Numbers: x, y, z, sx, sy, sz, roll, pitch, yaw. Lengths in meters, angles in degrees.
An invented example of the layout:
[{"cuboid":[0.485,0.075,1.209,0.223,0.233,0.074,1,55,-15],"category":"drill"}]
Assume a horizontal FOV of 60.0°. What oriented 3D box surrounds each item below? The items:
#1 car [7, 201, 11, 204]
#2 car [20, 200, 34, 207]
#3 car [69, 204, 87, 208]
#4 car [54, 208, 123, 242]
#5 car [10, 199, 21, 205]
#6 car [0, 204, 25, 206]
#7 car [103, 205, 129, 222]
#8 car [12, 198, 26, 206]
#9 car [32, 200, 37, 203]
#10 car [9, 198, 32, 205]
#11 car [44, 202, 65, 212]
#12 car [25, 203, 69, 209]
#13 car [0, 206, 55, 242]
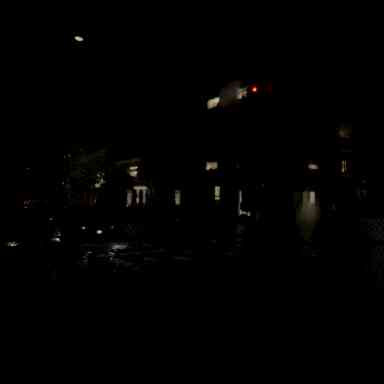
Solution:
[{"cuboid":[-18.960,1.815,31.864,1.947,1.339,4.313,1,-1,-35],"category":"car"},{"cuboid":[-33.621,2.413,67.683,1.802,1.307,4.206,1,-1,-35],"category":"car"},{"cuboid":[-13.558,2.074,39.198,2.008,1.369,4.403,1,-1,-35],"category":"car"},{"cuboid":[-5.496,1.723,17.360,1.994,1.385,4.181,2,-2,-35],"category":"car"},{"cuboid":[-43.228,2.509,81.427,1.752,1.417,4.829,1,-1,-35],"category":"car"},{"cuboid":[-13.804,1.753,24.486,1.802,1.307,4.206,1,-1,-35],"category":"car"},{"cuboid":[-7.353,1.870,30.337,1.967,1.590,4.097,1,-1,-35],"category":"car"},{"cuboid":[-39.958,2.246,76.757,2.192,1.841,5.009,1,-1,-35],"category":"car"},{"cuboid":[-30.450,2.221,63.150,1.967,1.590,4.097,1,-1,-35],"category":"car"},{"cuboid":[-20.526,1.738,38.926,2.097,1.767,4.553,2,-2,-35],"category":"car"},{"cuboid":[-20.039,2.146,48.376,1.752,1.417,4.829,1,-1,-35],"category":"car"},{"cuboid":[-11.282,1.809,25.639,1.994,1.385,4.181,2,-2,-35],"category":"car"},{"cuboid":[-8.645,1.639,17.110,1.887,1.381,4.507,1,-1,-35],"category":"car"}]
